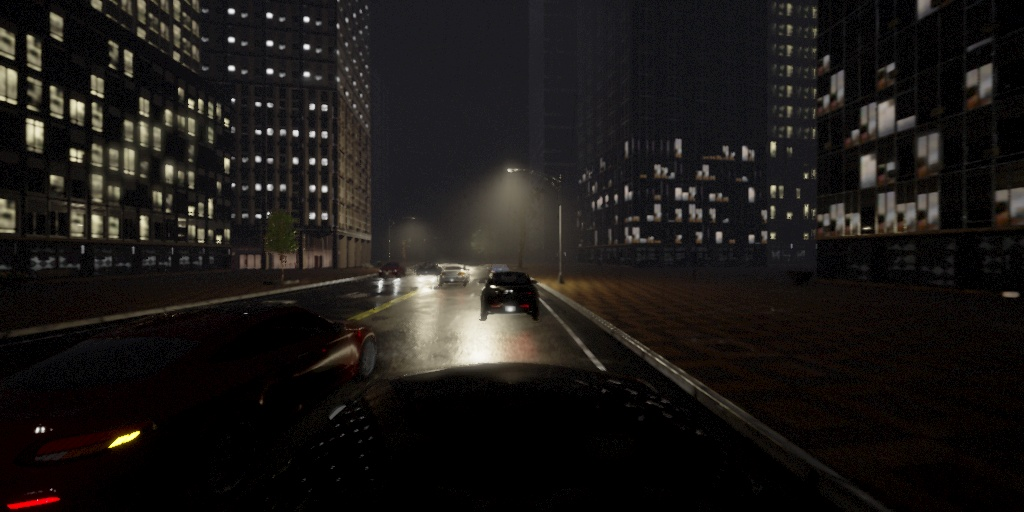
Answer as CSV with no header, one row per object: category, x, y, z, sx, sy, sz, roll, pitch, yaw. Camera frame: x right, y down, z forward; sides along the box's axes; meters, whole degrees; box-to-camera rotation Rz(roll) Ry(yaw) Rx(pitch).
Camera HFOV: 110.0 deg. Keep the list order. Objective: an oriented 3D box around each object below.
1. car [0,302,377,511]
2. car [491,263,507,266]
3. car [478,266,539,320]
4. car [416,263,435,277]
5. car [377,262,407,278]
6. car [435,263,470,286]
car,-3.201,1.281,4.248,1.812,1.442,4.674,0,0,0
car,-1.167,1.321,31.551,2.033,1.411,5.357,0,0,-5
car,-0.121,1.262,12.668,1.837,1.490,4.892,0,0,-2
car,-8.257,1.349,35.761,1.994,1.385,4.181,0,0,-5
car,-11.401,1.313,34.434,1.812,1.442,4.674,0,0,-5
car,-3.966,1.297,25.066,1.812,1.442,4.674,0,0,-4
